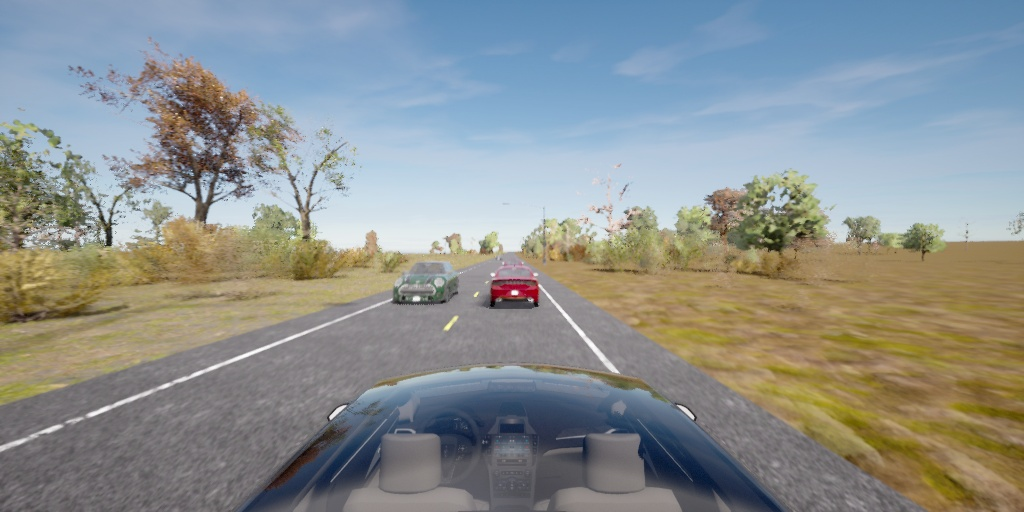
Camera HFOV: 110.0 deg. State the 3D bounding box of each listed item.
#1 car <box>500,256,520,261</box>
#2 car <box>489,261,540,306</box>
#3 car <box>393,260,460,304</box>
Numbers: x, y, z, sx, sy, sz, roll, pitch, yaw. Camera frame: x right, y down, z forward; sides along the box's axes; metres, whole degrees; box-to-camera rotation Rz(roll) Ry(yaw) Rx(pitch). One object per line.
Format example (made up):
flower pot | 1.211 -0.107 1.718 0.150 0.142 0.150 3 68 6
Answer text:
car | 0.095 1.011 33.394 1.882 1.535 5.008 0 0 0
car | 0.097 1.139 15.197 1.882 1.535 5.008 0 0 0
car | -3.598 1.010 15.753 2.097 1.767 4.553 0 0 0
